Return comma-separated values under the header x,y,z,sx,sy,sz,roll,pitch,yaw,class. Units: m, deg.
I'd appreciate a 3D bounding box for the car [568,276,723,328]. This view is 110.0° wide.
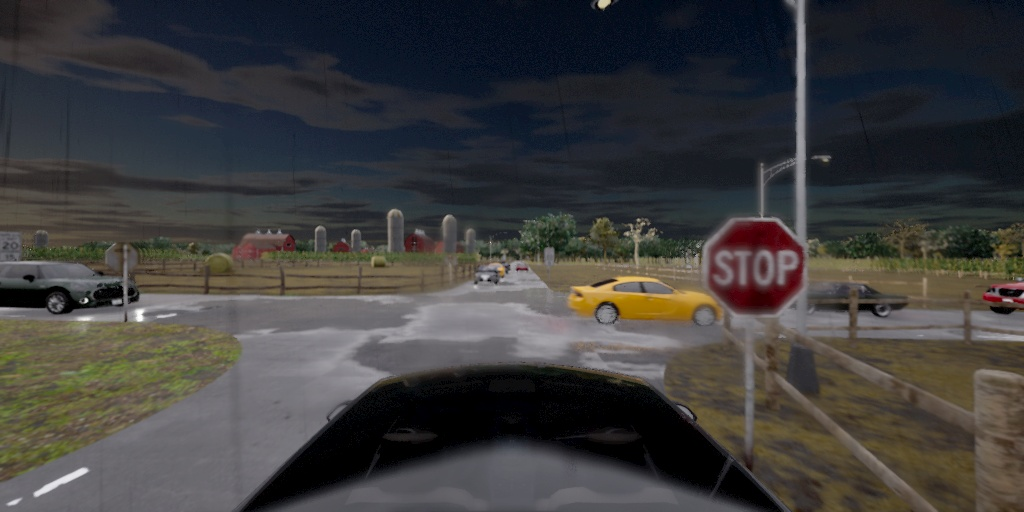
x,y,z,sx,sy,sz,roll,pitch,yaw,class
4.441,1.454,12.150,5.008,1.535,1.882,1,0,1,car

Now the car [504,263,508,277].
x,y,z,sx,sy,sz,roll,pitch,yaw,class
-1.792,1.571,39.191,1.882,1.535,5.008,0,0,2,car

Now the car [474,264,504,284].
x,y,z,sx,sy,sz,roll,pitch,yaw,class
-2.008,1.505,29.797,2.128,1.511,4.902,0,-1,1,car

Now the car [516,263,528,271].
x,y,z,sx,sy,sz,roll,pitch,yaw,class
1.729,1.835,61.142,1.994,1.385,4.181,0,0,2,car

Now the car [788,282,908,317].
x,y,z,sx,sy,sz,roll,pitch,yaw,class
13.166,1.724,14.916,4.718,1.301,1.895,1,0,1,car

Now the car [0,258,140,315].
x,y,z,sx,sy,sz,roll,pitch,yaw,class
-16.017,0.983,12.567,4.553,1.767,2.097,1,0,1,car

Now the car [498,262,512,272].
x,y,z,sx,sy,sz,roll,pitch,yaw,class
-1.168,1.811,59.849,2.033,1.411,5.357,0,0,2,car

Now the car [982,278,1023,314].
x,y,z,sx,sy,sz,roll,pitch,yaw,class
23.160,1.550,14.704,5.566,2.045,2.150,1,0,1,car

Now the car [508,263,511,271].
x,y,z,sx,sy,sz,roll,pitch,yaw,class
-1.517,1.741,49.238,1.994,1.385,4.181,0,0,2,car
